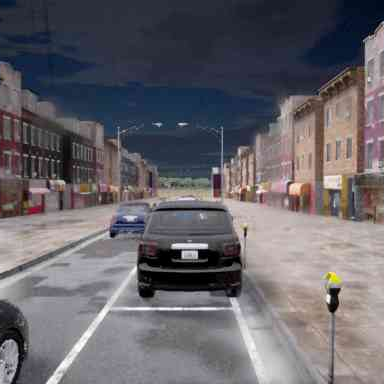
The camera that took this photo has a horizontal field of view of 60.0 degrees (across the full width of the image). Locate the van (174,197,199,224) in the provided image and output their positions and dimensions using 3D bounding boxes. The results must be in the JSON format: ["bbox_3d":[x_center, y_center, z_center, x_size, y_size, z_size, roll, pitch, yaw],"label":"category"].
[{"bbox_3d":[-0.402,1.332,25.542,1.690,1.788,3.998,-1,0,0],"label":"van"}]

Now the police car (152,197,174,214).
[{"bbox_3d":[-3.019,1.412,36.007,1.930,1.638,5.238,0,0,0],"label":"police car"}]

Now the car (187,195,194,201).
[{"bbox_3d":[-0.394,1.543,86.399,1.947,1.339,4.313,-1,0,0],"label":"car"}]

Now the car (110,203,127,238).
[{"bbox_3d":[-2.921,1.346,17.880,2.097,1.767,4.553,0,0,0],"label":"car"}]

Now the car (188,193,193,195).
[{"bbox_3d":[-0.402,1.302,36.607,2.192,1.841,5.009,-1,0,0],"label":"car"}]

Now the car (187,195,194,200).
[{"bbox_3d":[-0.394,1.543,91.932,1.947,1.339,4.313,-1,0,0],"label":"car"}]

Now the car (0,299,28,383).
[{"bbox_3d":[-2.920,1.503,2.144,1.837,1.490,4.892,0,0,0],"label":"car"}]

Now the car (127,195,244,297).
[{"bbox_3d":[-0.039,1.225,8.682,2.150,2.045,5.566,0,0,0],"label":"car"}]

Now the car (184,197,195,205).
[{"bbox_3d":[-0.395,1.563,58.737,1.802,1.307,4.206,-1,0,0],"label":"car"}]
